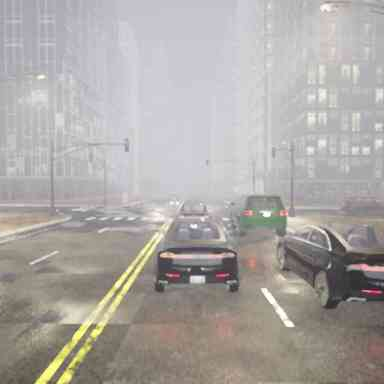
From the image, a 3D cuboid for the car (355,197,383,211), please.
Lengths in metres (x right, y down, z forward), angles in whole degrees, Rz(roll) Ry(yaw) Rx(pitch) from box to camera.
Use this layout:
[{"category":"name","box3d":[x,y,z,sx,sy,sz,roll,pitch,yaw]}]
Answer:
[{"category":"car","box3d":[21.784,1.383,38.565,4.829,1.417,1.752,1,1,1]}]

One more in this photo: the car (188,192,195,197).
[{"category":"car","box3d":[-0.062,0.725,91.498,1.895,1.301,4.718,0,0,0]}]

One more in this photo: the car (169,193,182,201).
[{"category":"car","box3d":[-3.326,1.015,63.764,2.128,1.511,4.902,0,0,1]}]

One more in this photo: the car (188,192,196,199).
[{"category":"car","box3d":[-0.054,0.915,81.052,2.033,1.411,5.357,0,0,0]}]

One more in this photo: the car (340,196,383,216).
[{"category":"car","box3d":[16.181,1.315,30.274,5.009,1.841,2.192,1,1,1]}]

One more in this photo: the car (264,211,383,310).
[{"category":"car","box3d":[3.343,1.435,7.687,2.128,1.511,4.902,0,0,0]}]

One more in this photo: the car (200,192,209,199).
[{"category":"car","box3d":[3.195,0.968,81.499,1.895,1.301,4.718,0,0,0]}]

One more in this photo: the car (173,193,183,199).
[{"category":"car","box3d":[-3.303,0.951,79.216,1.994,1.385,4.181,0,0,0]}]

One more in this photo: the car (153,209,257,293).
[{"category":"car","box3d":[0.096,1.428,8.703,2.128,1.511,4.902,0,0,0]}]

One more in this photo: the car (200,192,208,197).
[{"category":"car","box3d":[3.188,0.683,91.469,1.994,1.385,4.181,0,0,0]}]

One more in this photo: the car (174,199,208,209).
[{"category":"car","box3d":[0.088,1.362,17.887,2.128,1.511,4.902,0,0,0]}]

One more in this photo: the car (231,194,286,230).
[{"category":"car","box3d":[3.339,1.095,17.526,2.150,2.045,5.566,0,0,0]}]
